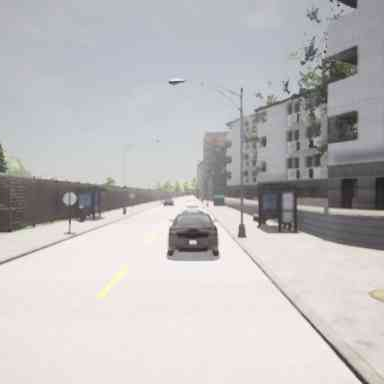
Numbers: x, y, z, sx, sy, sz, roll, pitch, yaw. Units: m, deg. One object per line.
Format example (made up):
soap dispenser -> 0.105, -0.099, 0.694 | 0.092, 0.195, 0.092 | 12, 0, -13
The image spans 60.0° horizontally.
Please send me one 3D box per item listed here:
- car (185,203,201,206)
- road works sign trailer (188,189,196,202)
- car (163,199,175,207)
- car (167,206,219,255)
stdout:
car -> 0.050, 1.667, 28.178 | 1.812, 1.442, 4.674 | 0, 0, 0
road works sign trailer -> -0.001, 0.925, 91.559 | 2.380, 3.560, 2.880 | 0, 0, 0
car -> -4.050, 1.893, 58.082 | 1.895, 1.301, 4.718 | 0, 0, 1
car -> 0.054, 1.547, 13.662 | 1.882, 1.535, 5.008 | 0, 0, 0
